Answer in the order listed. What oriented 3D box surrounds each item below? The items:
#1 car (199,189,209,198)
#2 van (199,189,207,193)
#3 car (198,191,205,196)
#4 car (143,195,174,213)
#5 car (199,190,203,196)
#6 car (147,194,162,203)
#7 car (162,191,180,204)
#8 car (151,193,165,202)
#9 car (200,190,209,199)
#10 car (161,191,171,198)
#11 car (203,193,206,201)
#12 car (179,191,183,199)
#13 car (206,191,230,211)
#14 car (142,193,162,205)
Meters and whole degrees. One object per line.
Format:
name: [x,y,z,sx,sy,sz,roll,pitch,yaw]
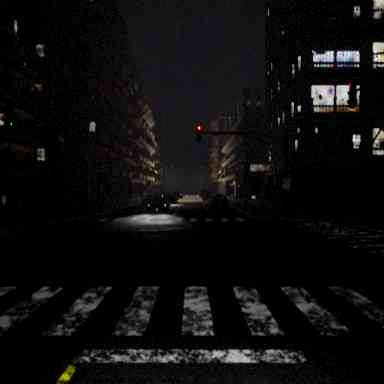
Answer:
car: [2.770,0.305,78.009,2.192,1.841,5.009,0,1,0]
van: [2.760,0.470,66.943,1.690,1.788,3.998,0,1,0]
car: [2.786,0.327,94.614,1.887,1.381,4.507,0,1,0]
car: [-3.067,1.189,31.199,1.895,1.301,4.718,0,1,0]
car: [2.753,0.781,61.412,1.802,1.307,4.206,0,1,0]
car: [-5.638,0.922,50.353,1.802,1.307,4.206,0,1,0]
car: [-3.042,0.960,46.043,1.994,1.385,4.181,0,1,0]
car: [-5.632,0.835,55.887,1.947,1.339,4.313,0,1,0]
car: [2.748,0.852,55.878,1.802,1.307,4.206,0,1,0]
car: [-5.616,0.604,72.487,1.887,1.381,4.507,0,1,0]
car: [2.732,1.035,39.276,2.008,1.369,4.403,0,1,0]
car: [-2.934,0.526,65.671,2.097,1.767,4.553,0,1,0]
car: [2.727,0.996,33.741,1.967,1.590,4.097,0,1,0]
car: [-5.644,0.963,44.819,2.008,1.369,4.403,0,1,0]
